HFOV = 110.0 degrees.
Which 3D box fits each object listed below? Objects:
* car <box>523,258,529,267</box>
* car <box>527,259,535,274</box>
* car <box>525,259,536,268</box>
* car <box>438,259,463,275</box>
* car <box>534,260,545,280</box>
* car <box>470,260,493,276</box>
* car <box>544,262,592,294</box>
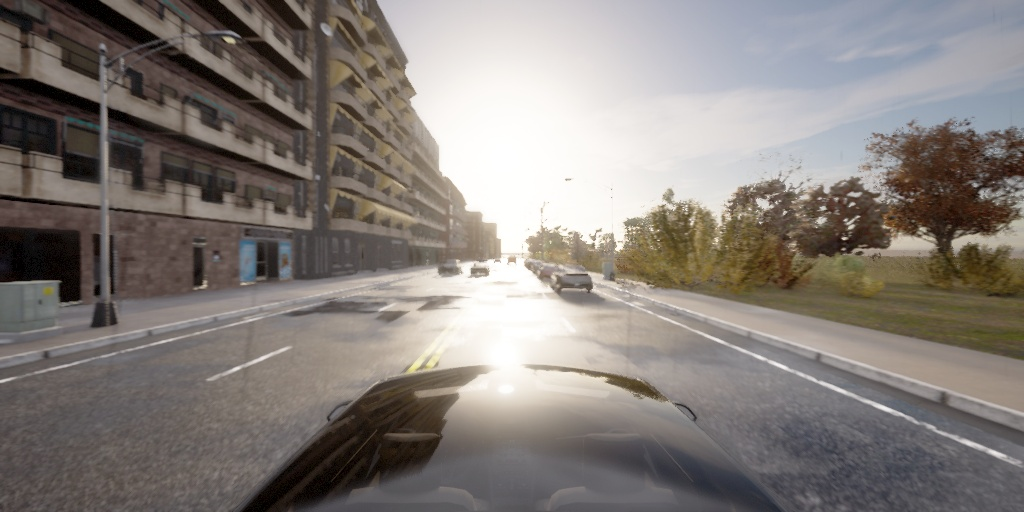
[{"bbox_3d":[3.255,1.272,53.420,2.163,1.488,4.792,0,0,0],"label":"car"},{"bbox_3d":[3.253,1.310,42.394,2.033,1.411,5.357,0,0,0],"label":"car"},{"bbox_3d":[3.255,1.301,64.390,1.812,1.442,4.674,0,0,0],"label":"car"},{"bbox_3d":[-6.573,1.112,38.522,2.097,1.767,4.553,0,0,0],"label":"car"},{"bbox_3d":[3.253,1.321,31.388,1.994,1.385,4.181,0,0,0],"label":"car"},{"bbox_3d":[-3.328,1.361,37.852,1.895,1.301,4.718,0,0,0],"label":"car"},{"bbox_3d":[3.252,1.245,20.388,2.128,1.511,4.902,0,0,0],"label":"car"}]
